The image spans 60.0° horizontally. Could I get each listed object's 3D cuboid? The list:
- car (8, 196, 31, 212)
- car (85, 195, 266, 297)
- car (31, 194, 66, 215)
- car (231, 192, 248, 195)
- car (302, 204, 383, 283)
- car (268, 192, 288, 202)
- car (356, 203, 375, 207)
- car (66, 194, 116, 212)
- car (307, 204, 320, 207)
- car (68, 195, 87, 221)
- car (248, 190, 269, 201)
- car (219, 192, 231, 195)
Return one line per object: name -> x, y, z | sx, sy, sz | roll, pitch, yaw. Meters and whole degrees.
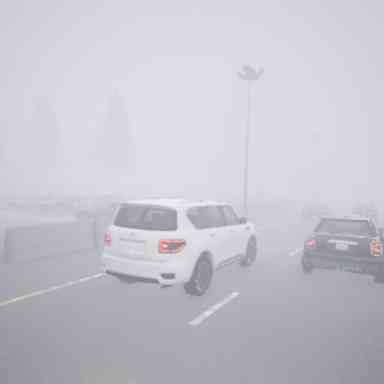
car -> -13.080, 0.909, 29.104 | 2.033, 1.411, 5.357 | 2, 1, 29
car -> 0.054, 1.196, 8.967 | 2.150, 2.045, 5.566 | 2, 0, 28
car -> -10.089, 0.953, 27.280 | 1.882, 1.535, 5.008 | 2, 1, 29
car -> 9.677, 0.776, 62.653 | 1.882, 1.535, 5.008 | 2, 2, 30
car -> 4.931, 1.474, 10.563 | 2.097, 1.767, 4.553 | 2, 1, 28
car -> 15.652, 1.026, 59.022 | 2.128, 1.511, 4.902 | 2, 2, 30
car -> 14.873, 1.684, 28.578 | 2.128, 1.511, 4.902 | 2, 1, 29
car -> -6.963, 0.942, 25.695 | 2.097, 1.767, 4.553 | 2, 1, 29
car -> 10.862, 1.680, 28.570 | 1.895, 1.301, 4.718 | 2, 1, 29
car -> -5.239, 1.167, 21.606 | 1.882, 1.535, 5.008 | 2, 1, 29
car -> 12.725, 0.643, 60.916 | 2.150, 2.045, 5.566 | 2, 2, 30
car -> 6.630, 0.732, 64.355 | 2.033, 1.411, 5.357 | 2, 2, 29
